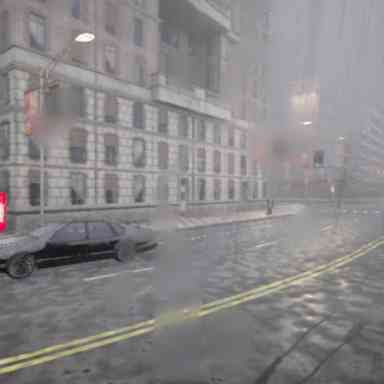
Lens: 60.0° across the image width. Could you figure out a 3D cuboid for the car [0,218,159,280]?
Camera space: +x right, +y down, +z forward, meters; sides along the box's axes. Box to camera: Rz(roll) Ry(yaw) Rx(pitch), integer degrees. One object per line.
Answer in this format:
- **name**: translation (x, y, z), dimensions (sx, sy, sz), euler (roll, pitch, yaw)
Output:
- **car**: translation (-3.624, 1.528, 10.191), dimensions (5.357, 1.411, 2.033), euler (0, 0, -39)
